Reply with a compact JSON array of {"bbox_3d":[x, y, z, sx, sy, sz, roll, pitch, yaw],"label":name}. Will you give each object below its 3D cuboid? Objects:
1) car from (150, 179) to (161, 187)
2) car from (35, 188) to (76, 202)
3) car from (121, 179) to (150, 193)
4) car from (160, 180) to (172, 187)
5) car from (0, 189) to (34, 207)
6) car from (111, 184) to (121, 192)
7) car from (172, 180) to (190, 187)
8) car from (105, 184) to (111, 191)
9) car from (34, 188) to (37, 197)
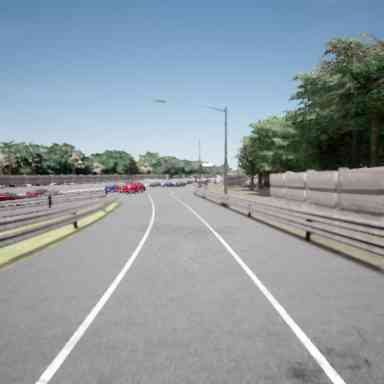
[{"bbox_3d":[-9.522,-2.042,88.870,1.994,1.385,4.181,0,3,15],"label":"car"},{"bbox_3d":[-15.729,0.504,39.517,2.128,1.511,4.902,0,3,15],"label":"car"},{"bbox_3d":[-10.139,-0.873,59.999,2.150,2.045,5.566,0,3,15],"label":"car"},{"bbox_3d":[-6.149,-2.044,87.933,1.812,1.442,4.674,0,3,15],"label":"car"},{"bbox_3d":[-20.223,0.688,36.342,1.882,1.535,5.008,0,3,15],"label":"car"},{"bbox_3d":[-12.854,-0.770,63.353,1.882,1.535,5.008,0,3,15],"label":"car"},{"bbox_3d":[-2.784,-2.185,86.966,2.097,1.767,4.553,0,3,15],"label":"car"},{"bbox_3d":[-15.560,-0.927,66.728,1.882,1.535,5.008,0,3,15],"label":"car"},{"bbox_3d":[-21.145,0.221,46.259,1.812,1.442,4.674,0,3,15],"label":"car"}]
